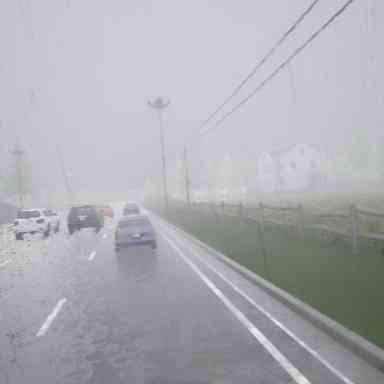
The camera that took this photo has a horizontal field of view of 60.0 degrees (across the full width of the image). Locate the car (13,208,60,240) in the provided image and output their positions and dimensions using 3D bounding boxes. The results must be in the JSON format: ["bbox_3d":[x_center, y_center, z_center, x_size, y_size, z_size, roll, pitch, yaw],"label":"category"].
[{"bbox_3d":[-11.558,2.276,25.033,2.150,2.045,5.566,-4,-1,-11],"label":"car"}]

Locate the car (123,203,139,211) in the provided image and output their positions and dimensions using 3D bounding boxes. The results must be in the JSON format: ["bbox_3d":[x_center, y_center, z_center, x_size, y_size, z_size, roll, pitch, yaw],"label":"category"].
[{"bbox_3d":[-8.362,2.317,45.806,2.097,1.767,4.553,-4,0,-11],"label":"car"}]

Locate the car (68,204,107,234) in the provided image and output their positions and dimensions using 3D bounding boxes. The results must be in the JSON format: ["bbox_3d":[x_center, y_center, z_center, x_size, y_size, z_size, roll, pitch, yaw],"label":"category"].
[{"bbox_3d":[-8.158,2.024,25.846,2.150,2.045,5.566,-4,-1,-11],"label":"car"}]

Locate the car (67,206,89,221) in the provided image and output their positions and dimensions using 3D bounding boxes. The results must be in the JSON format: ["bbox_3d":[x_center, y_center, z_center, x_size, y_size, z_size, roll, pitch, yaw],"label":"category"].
[{"bbox_3d":[-15.269,2.831,44.761,2.097,1.767,4.553,-4,0,-11],"label":"car"}]

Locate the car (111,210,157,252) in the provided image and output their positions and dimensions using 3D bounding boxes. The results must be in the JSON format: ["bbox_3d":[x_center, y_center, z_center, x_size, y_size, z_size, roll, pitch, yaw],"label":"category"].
[{"bbox_3d":[-2.725,1.869,15.946,2.033,1.411,5.357,-4,0,-11],"label":"car"}]

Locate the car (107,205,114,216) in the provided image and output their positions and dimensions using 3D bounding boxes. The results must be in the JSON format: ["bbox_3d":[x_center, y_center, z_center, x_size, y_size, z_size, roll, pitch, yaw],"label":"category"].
[{"bbox_3d":[-11.820,2.574,45.308,2.097,1.767,4.553,-4,0,-11],"label":"car"}]
